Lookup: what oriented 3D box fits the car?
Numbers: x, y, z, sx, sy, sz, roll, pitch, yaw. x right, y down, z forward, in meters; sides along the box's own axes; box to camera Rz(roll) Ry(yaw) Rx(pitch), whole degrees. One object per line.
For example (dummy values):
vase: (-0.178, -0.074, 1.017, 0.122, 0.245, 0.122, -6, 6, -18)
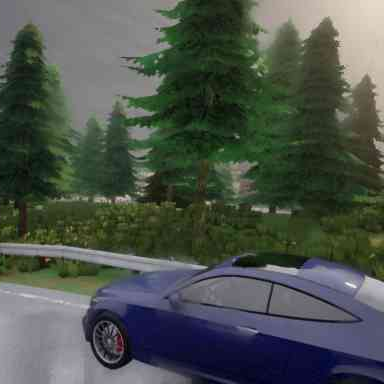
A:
car: (0.744, 1.499, 4.105, 4.674, 1.442, 1.812, 1, 1, 31)
